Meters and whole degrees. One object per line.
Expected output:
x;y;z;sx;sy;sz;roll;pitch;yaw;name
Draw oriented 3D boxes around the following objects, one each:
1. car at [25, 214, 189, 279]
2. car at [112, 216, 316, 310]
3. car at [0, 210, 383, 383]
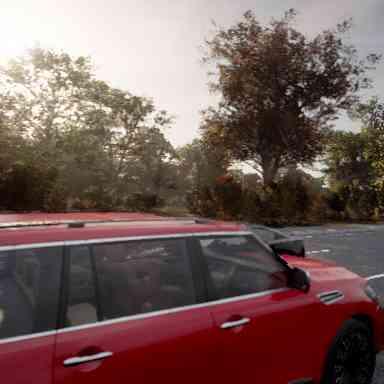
-2.561;1.530;10.507;4.674;1.442;1.812;1;0;-33;car
0.722;1.506;8.460;5.008;1.535;1.882;1;0;-32;car
-0.335;1.221;3.382;5.566;2.045;2.150;1;0;-34;car
